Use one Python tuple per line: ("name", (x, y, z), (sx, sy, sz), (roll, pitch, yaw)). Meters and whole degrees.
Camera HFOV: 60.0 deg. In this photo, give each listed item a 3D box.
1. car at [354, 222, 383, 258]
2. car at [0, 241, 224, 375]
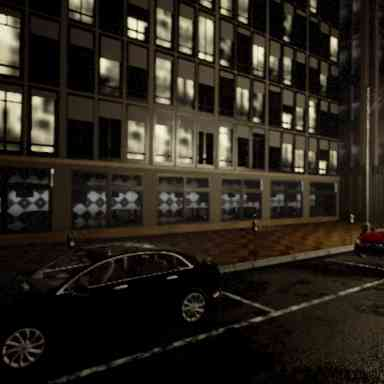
("car", (7.556, 1.670, 11.964), (4.206, 1.307, 1.802), (0, 0, -36))
("car", (-1.456, 1.564, 5.519), (4.403, 1.369, 2.008), (0, 0, -36))
